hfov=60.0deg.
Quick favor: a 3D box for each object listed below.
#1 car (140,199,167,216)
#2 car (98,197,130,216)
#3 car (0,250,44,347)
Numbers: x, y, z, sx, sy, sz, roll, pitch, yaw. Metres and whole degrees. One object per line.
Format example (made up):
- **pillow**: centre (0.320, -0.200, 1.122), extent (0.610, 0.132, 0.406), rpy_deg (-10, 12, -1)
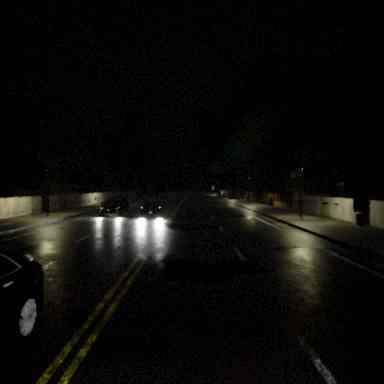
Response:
- **car**: centre (-3.253, 1.288, 28.422), extent (1.895, 1.301, 4.718), rpy_deg (0, 1, 0)
- **car**: centre (-6.504, 1.197, 28.249), extent (1.837, 1.490, 4.892), rpy_deg (0, 0, 0)
- **car**: centre (-3.339, 1.473, 3.574), extent (1.837, 1.490, 4.892), rpy_deg (0, 0, 0)
